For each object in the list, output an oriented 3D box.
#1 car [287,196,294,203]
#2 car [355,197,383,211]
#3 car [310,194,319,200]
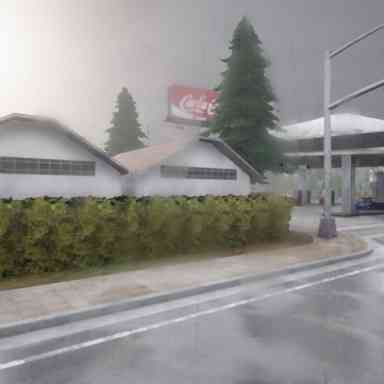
[{"bbox_3d":[17.301,1.519,62.365,5.357,1.411,2.033,0,0,-35],"label":"car"},{"bbox_3d":[21.347,1.457,39.676,4.611,1.667,2.242,0,0,-36],"label":"car"},{"bbox_3d":[32.425,1.286,89.167,2.152,1.636,5.027,0,0,-36],"label":"car"}]
